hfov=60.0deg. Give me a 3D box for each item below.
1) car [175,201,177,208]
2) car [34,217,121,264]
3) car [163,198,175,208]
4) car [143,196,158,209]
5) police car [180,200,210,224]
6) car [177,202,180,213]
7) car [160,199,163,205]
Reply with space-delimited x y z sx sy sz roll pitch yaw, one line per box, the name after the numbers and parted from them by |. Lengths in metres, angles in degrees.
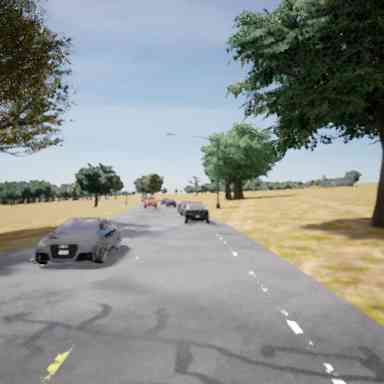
-0.886 1.840 42.486 1.837 1.490 4.892 0 -1 -5 | car
-3.798 1.586 11.709 1.994 1.385 4.181 0 0 -2 | car
-3.846 2.090 60.659 1.837 1.490 4.892 0 -1 -7 | car
-6.727 1.702 54.262 2.150 2.045 5.566 0 -1 -6 | car
0.277 1.581 26.548 1.930 1.638 5.238 0 -1 -3 | police car
-0.386 1.793 36.472 1.812 1.442 4.674 0 -1 -4 | car
-6.100 2.076 76.635 2.097 1.767 4.553 0 -2 -10 | car
